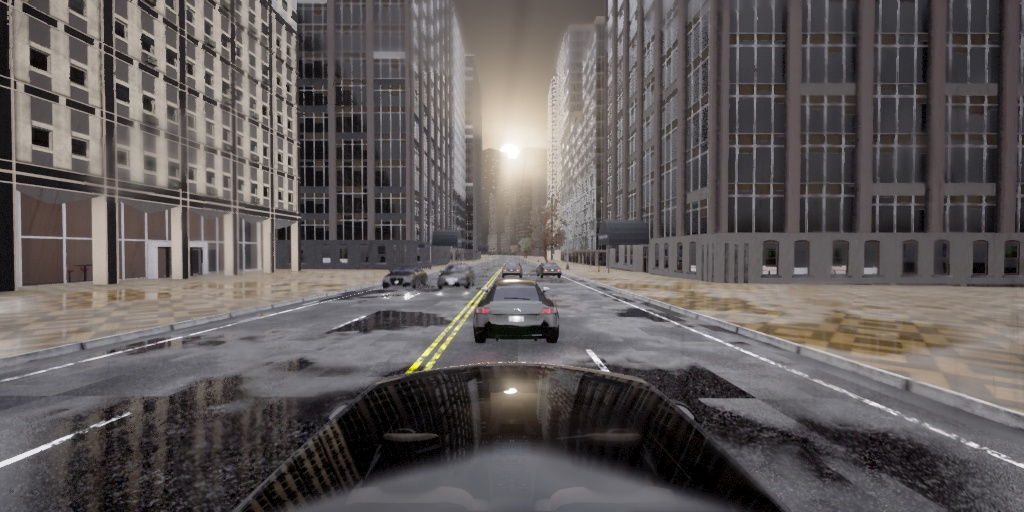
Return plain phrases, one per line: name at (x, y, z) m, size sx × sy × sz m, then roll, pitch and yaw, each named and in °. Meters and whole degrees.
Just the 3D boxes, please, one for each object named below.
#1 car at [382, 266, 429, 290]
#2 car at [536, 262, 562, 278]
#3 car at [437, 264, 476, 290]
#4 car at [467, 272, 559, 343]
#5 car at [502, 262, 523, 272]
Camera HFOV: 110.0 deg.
car at (-6.609, 1.305, 22.549) m, size 1.994 × 1.385 × 4.181 m, roll 0°, pitch 0°, yaw 0°
car at (3.356, 1.280, 33.291) m, size 2.033 × 1.411 × 5.357 m, roll 0°, pitch 0°, yaw -2°
car at (-3.359, 1.233, 22.348) m, size 2.128 × 1.511 × 4.902 m, roll 0°, pitch 0°, yaw 0°
car at (0.096, 1.312, 9.673) m, size 1.994 × 1.385 × 4.181 m, roll 0°, pitch 0°, yaw 0°
car at (0.065, 1.280, 33.642) m, size 2.033 × 1.411 × 5.357 m, roll 0°, pitch 0°, yaw 2°
